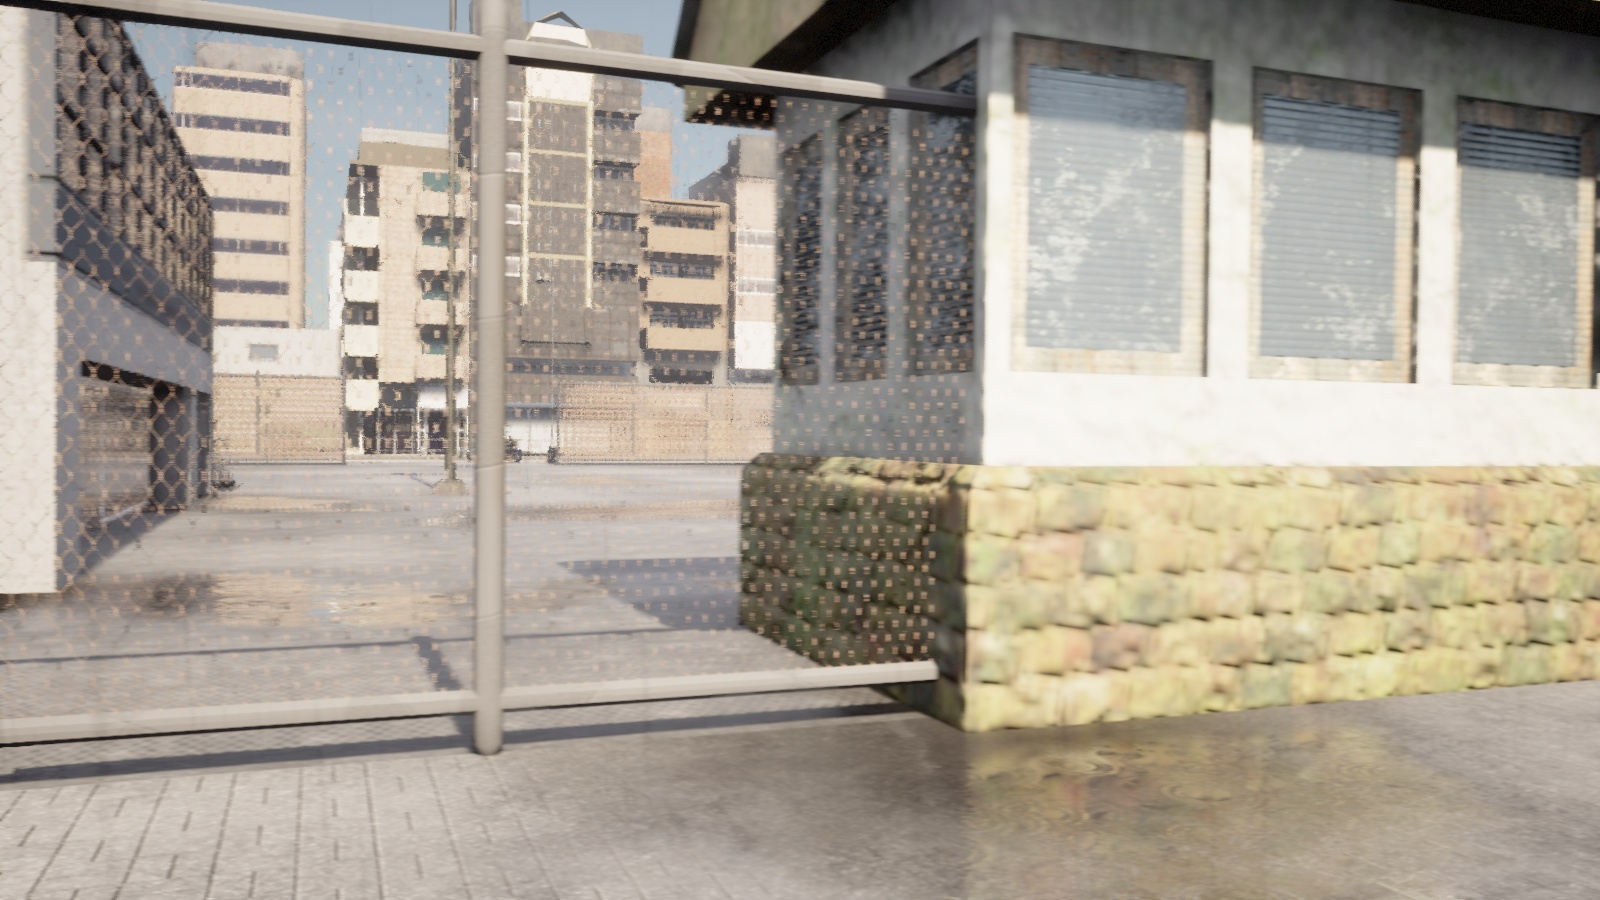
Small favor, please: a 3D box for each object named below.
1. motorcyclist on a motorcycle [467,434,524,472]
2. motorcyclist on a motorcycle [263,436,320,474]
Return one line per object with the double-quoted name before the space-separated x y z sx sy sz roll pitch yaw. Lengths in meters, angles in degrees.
"motorcyclist on a motorcycle" -12.604 0.125 52.002 2.191 1.530 0.866 -1 1 -21
"motorcyclist on a motorcycle" -21.422 0.203 52.918 2.191 1.530 0.866 -1 1 -21
